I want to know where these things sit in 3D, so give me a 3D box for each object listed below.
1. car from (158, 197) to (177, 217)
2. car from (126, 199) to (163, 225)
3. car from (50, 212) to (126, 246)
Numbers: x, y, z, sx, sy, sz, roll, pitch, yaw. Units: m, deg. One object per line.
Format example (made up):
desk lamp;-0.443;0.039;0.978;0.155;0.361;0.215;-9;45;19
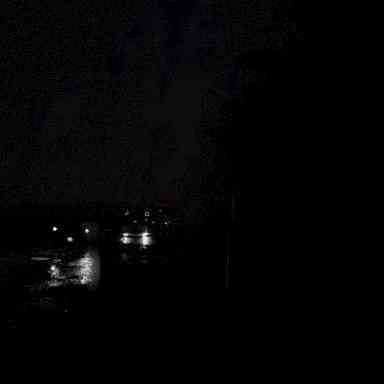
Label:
car;-3.061;1.674;37.872;2.150;2.045;5.566;3;0;6
car;-4.027;1.667;27.198;2.097;1.767;4.553;3;-1;5
car;-5.002;1.745;16.383;1.895;1.301;4.718;3;-1;5
